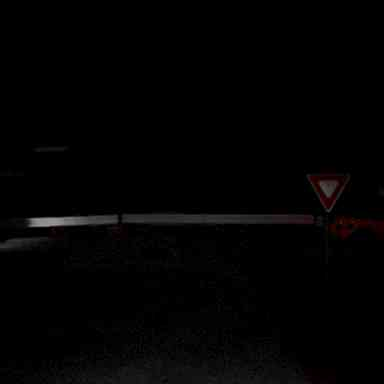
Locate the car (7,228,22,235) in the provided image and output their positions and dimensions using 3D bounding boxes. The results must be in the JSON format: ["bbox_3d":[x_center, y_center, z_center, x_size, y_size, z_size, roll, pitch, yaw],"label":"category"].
[{"bbox_3d":[-20.834,4.100,38.810,2.163,1.488,4.792,0,1,-18],"label":"car"}]

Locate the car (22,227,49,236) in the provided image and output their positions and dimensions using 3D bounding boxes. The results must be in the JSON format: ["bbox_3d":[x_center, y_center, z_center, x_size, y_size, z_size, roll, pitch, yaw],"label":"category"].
[{"bbox_3d":[-17.870,4.072,38.683,2.097,1.535,5.008,0,0,-18],"label":"car"}]

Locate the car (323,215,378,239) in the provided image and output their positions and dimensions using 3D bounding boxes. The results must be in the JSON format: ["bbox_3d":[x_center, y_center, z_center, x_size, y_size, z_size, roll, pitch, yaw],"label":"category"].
[{"bbox_3d":[17.639,3.840,37.483,2.435,2.045,5.566,0,0,-18],"label":"car"}]

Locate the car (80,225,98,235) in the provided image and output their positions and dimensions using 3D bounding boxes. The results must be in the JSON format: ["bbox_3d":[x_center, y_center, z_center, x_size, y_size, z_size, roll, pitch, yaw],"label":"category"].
[{"bbox_3d":[-11.944,4.076,38.489,2.097,1.535,5.008,0,1,-18],"label":"car"}]

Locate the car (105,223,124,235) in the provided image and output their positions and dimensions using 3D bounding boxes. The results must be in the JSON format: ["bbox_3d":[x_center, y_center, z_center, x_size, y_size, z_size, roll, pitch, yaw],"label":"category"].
[{"bbox_3d":[-9.056,4.074,38.563,1.946,1.575,5.366,0,1,-18],"label":"car"}]

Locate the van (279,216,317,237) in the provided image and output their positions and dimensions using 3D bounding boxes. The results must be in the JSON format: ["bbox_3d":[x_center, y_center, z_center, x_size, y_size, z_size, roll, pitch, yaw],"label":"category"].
[{"bbox_3d":[11.670,3.863,37.814,1.878,1.987,4.442,0,1,-18],"label":"van"}]

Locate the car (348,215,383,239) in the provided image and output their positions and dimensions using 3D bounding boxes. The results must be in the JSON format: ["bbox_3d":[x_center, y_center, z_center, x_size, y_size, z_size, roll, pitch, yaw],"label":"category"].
[{"bbox_3d":[20.597,3.841,37.383,2.435,2.045,5.566,0,0,-18],"label":"car"}]

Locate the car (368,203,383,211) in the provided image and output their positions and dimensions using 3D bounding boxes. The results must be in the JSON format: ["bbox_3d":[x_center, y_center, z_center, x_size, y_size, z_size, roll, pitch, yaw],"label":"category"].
[{"bbox_3d":[41.614,3.348,73.448,4.674,1.452,2.002,-1,1,-17],"label":"car"}]

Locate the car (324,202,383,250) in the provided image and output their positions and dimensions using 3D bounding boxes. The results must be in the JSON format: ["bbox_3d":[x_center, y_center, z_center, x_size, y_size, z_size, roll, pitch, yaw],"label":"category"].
[{"bbox_3d":[8.419,1.478,13.988,4.553,1.767,2.097,4,1,2],"label":"car"}]

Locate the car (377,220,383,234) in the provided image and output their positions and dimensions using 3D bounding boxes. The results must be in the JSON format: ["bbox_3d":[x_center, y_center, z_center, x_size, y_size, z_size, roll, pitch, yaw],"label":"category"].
[{"bbox_3d":[23.562,4.123,37.296,2.163,1.488,4.792,0,0,-18],"label":"car"}]

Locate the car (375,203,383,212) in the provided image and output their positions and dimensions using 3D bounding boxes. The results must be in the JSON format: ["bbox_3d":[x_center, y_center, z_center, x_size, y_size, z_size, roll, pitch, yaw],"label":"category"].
[{"bbox_3d":[41.400,3.246,70.445,4.553,1.767,2.185,-1,1,-17],"label":"car"}]

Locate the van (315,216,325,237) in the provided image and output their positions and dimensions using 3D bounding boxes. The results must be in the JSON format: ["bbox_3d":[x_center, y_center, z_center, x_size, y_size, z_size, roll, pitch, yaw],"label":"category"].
[{"bbox_3d":[14.628,3.864,37.715,1.878,1.987,4.442,0,1,-18],"label":"van"}]

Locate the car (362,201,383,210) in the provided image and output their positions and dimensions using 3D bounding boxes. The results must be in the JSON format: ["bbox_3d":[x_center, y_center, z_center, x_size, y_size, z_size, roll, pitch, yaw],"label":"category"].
[{"bbox_3d":[41.829,3.118,76.445,4.553,1.767,2.185,-1,1,-16],"label":"car"}]

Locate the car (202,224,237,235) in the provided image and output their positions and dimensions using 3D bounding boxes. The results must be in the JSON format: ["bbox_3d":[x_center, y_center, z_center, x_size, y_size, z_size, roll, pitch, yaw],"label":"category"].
[{"bbox_3d":[2.830,3.959,38.027,2.185,1.767,4.553,0,0,-18],"label":"car"}]

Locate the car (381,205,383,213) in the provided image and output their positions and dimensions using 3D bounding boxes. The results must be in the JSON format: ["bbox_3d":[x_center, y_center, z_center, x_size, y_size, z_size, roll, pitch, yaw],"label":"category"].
[{"bbox_3d":[41.262,3.436,67.448,5.008,1.535,2.097,-1,2,-17],"label":"car"}]

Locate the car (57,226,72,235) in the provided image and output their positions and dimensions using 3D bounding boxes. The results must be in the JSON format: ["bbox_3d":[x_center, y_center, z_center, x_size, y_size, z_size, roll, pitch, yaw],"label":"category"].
[{"bbox_3d":[-14.970,4.070,38.761,1.946,1.575,5.366,0,1,-18],"label":"car"}]

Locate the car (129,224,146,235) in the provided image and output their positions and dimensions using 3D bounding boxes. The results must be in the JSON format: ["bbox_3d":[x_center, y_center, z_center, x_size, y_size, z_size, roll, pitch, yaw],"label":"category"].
[{"bbox_3d":[-6.018,4.110,38.270,2.163,1.488,4.792,0,0,-18],"label":"car"}]

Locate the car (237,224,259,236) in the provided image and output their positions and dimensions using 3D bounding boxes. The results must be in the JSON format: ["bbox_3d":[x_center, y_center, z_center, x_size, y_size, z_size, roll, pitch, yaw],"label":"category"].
[{"bbox_3d":[5.802,4.088,37.901,2.231,1.521,4.892,0,1,-18],"label":"car"}]
